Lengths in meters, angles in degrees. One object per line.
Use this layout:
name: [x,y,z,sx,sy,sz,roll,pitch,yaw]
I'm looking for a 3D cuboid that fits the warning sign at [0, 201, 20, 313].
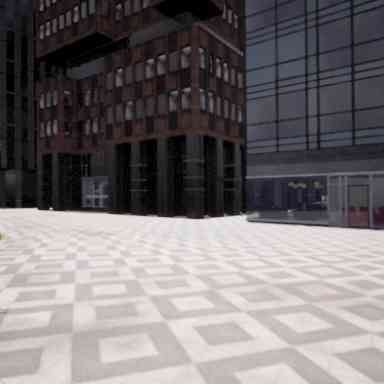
warning sign: [-3.862,1.111,5.646,1.060,1.860,1.300,-1,0,35]
